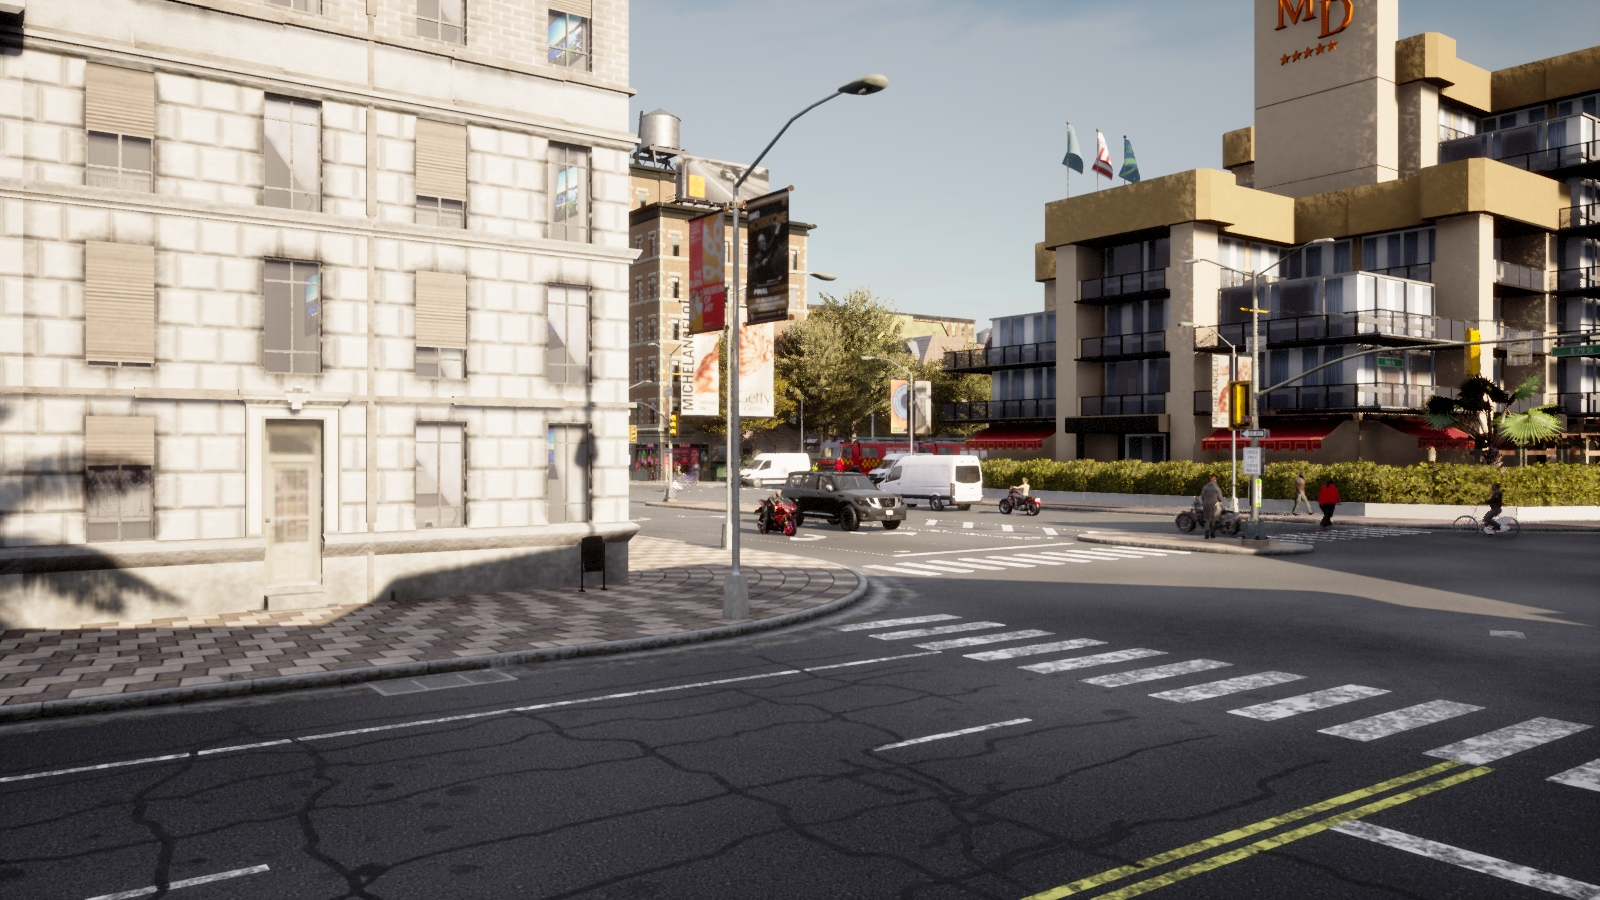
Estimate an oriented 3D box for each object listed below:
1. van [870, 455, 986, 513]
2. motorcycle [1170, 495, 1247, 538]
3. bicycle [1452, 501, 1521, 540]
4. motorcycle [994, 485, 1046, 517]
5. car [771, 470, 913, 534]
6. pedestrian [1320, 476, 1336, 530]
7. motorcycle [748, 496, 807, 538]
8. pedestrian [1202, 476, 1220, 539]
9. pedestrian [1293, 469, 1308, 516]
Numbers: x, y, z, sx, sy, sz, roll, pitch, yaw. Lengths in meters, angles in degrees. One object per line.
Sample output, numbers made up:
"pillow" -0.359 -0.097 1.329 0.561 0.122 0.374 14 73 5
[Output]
"van" 5.947 1.534 54.072 1.988 2.561 5.915 0 0 -36
"motorcycle" 13.456 2.170 37.674 0.764 1.277 2.356 0 0 -37
"bicycle" 21.606 2.209 35.975 1.835 1.171 0.329 1 0 19
"motorcycle" 9.406 2.170 48.968 0.764 1.277 2.356 0 0 -34
"car" 1.410 1.779 41.176 2.150 2.045 5.566 0 0 -35
"pedestrian" 18.350 1.848 39.729 0.375 1.860 0.375 0 0 -36
"motorcycle" -0.756 2.205 37.717 0.867 1.251 2.209 0 0 -36
"pedestrian" 12.268 1.704 34.097 0.375 1.860 0.375 0 0 41
"pedestrian" 19.969 1.696 45.582 0.375 1.860 0.375 0 0 -22
